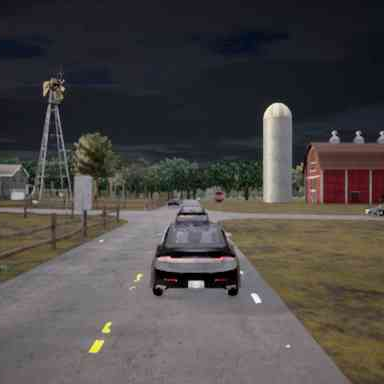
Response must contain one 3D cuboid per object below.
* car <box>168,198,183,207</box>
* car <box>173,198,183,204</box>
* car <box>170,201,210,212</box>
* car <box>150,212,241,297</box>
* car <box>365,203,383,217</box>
[{"bbox_3d":[-2.972,1.788,54.907,1.895,1.301,4.718,0,0,0],"label":"car"},{"bbox_3d":[-2.923,1.860,69.620,1.994,1.385,4.181,0,-1,0],"label":"car"},{"bbox_3d":[0.022,1.511,19.954,2.128,1.511,4.902,0,0,0],"label":"car"},{"bbox_3d":[0.065,1.492,8.567,2.128,1.511,4.902,0,0,0],"label":"car"},{"bbox_3d":[21.352,1.946,35.928,4.902,1.511,2.128,1,0,0],"label":"car"}]
